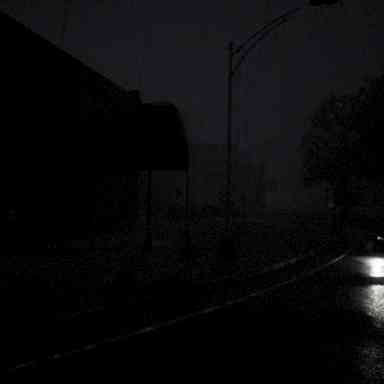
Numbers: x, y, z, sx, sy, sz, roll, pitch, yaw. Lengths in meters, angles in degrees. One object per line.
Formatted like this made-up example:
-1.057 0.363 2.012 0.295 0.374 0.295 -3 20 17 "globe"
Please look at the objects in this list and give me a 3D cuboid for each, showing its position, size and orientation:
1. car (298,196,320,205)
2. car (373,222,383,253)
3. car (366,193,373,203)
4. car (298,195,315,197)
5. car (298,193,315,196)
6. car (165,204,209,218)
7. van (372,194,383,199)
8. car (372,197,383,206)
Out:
28.292 2.364 79.580 4.674 1.452 2.002 -1 3 -3 "car"
9.205 1.884 14.667 1.812 1.442 4.674 0 -2 33 "car"
46.900 1.903 81.842 5.566 2.045 2.435 0 4 -1 "car"
29.170 2.198 82.404 4.792 1.488 2.163 -1 3 -3 "car"
30.020 1.890 85.211 4.553 1.767 2.185 -1 3 -3 "car"
-0.550 2.074 36.944 4.902 1.511 2.128 1 -1 19 "car"
46.083 2.085 79.019 4.442 1.987 1.878 0 3 -1 "van"
44.997 2.465 76.193 5.008 1.535 2.097 0 3 -1 "car"
